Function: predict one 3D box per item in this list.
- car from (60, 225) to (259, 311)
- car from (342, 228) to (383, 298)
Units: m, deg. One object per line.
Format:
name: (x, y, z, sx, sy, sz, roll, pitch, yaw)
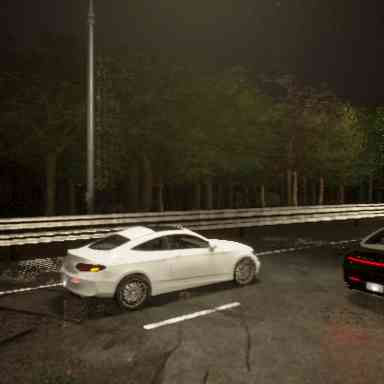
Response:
car: (-0.538, 1.508, 7.679, 4.674, 1.442, 1.812, 0, 0, -35)
car: (5.361, 1.499, 7.480, 4.892, 1.490, 1.837, 0, 0, -34)
